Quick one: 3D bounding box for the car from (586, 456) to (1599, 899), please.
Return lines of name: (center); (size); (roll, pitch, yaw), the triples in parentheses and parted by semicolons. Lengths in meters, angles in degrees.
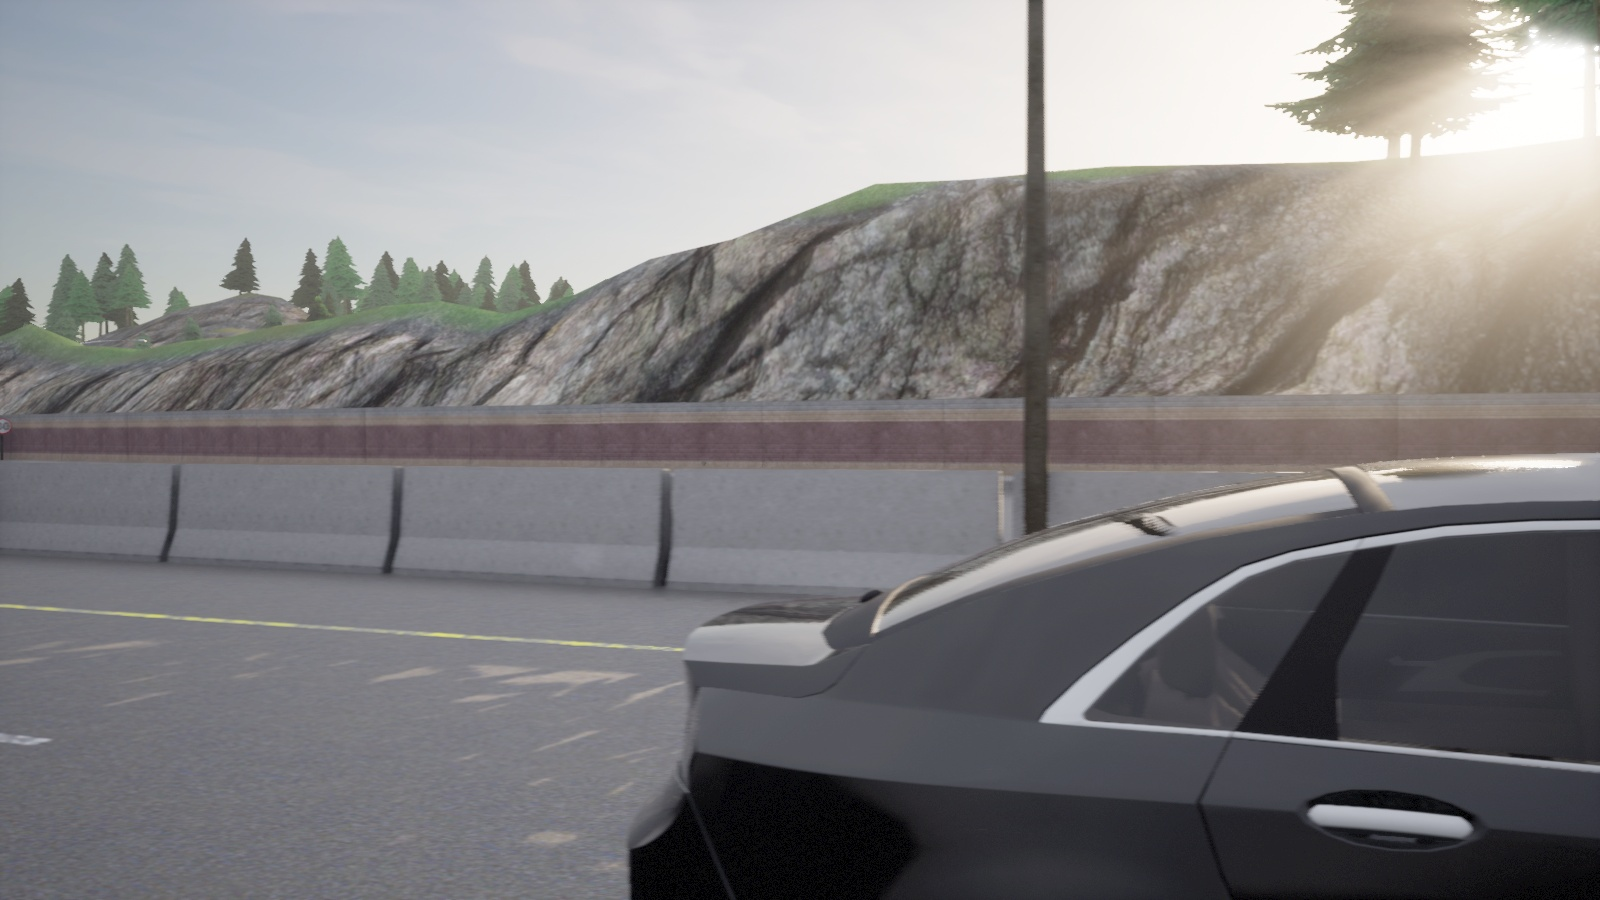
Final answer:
car: (2.217, 0.802, 2.441); (4.892, 1.490, 1.837); (1, 1, 18)
